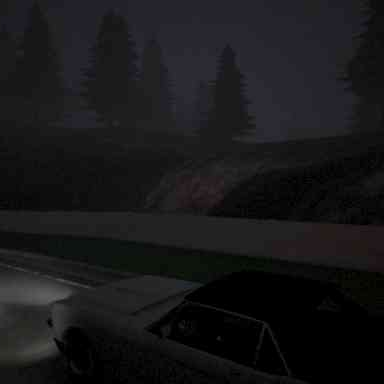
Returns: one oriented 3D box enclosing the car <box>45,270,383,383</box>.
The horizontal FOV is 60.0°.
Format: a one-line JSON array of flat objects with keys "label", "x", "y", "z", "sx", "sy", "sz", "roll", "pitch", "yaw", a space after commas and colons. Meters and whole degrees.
[{"label": "car", "x": 0.443, "y": 1.600, "z": 3.665, "sx": 4.718, "sy": 1.301, "sz": 1.895, "roll": 0, "pitch": 0, "yaw": 36}]
